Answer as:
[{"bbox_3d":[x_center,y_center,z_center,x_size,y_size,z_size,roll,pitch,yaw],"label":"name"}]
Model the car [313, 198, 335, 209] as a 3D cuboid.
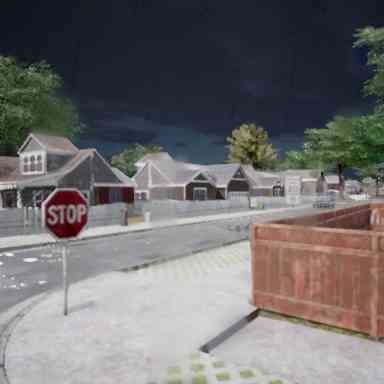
[{"bbox_3d":[17.563,1.534,44.316,1.994,1.385,4.181,-1,0,36],"label":"car"}]
